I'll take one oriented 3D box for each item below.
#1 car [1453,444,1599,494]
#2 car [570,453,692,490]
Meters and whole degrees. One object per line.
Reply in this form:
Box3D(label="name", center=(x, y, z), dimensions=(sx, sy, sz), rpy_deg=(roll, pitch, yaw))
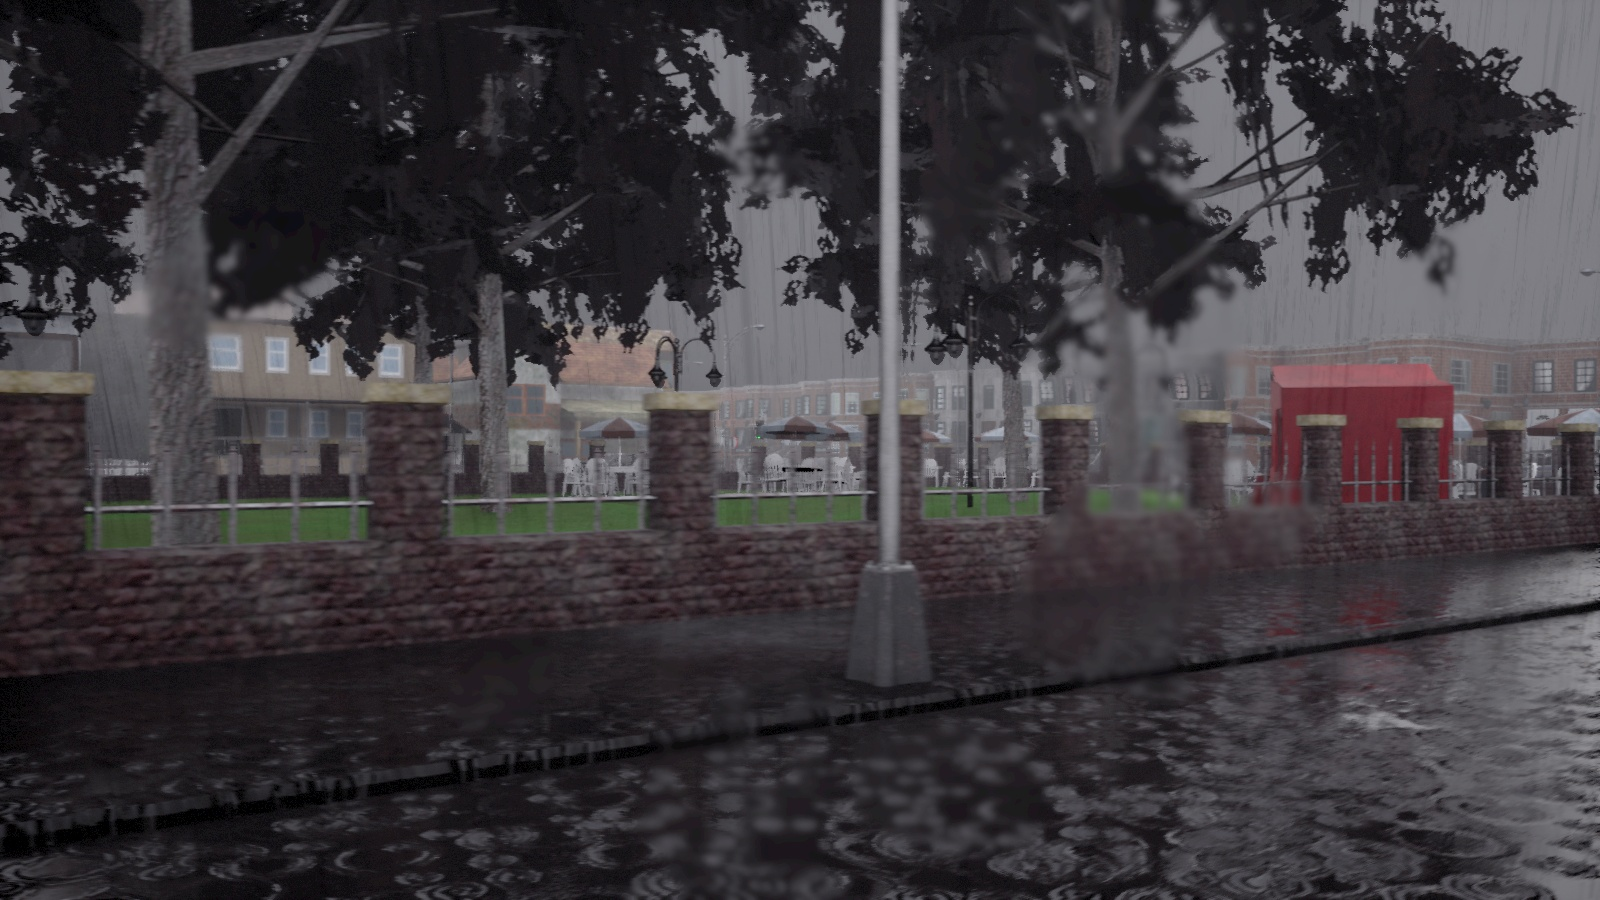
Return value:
Box3D(label="car", center=(26.249, 0.644, 44.944), dimensions=(2.242, 1.667, 4.611), rpy_deg=(0, 0, -35))
Box3D(label="car", center=(-7.283, 0.898, 54.325), dimensions=(4.892, 1.490, 1.837), rpy_deg=(0, 0, -35))
